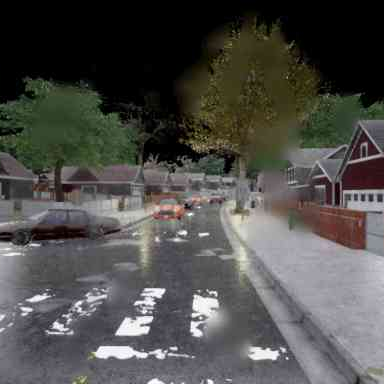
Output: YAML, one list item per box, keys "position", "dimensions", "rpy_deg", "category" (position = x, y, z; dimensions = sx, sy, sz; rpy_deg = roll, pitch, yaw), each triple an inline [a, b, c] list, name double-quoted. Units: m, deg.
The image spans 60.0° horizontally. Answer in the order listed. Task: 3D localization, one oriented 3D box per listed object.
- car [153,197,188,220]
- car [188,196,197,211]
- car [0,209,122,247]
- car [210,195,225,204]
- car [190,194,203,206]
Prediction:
- position: [-1.812, 1.294, 27.410]
  dimensions: [2.097, 1.767, 4.553]
  rpy_deg: [0, 0, 4]
  category: "car"
- position: [-0.819, 1.459, 39.437]
  dimensions: [1.895, 1.301, 4.718]
  rpy_deg: [0, 0, 6]
  category: "car"
- position: [-5.820, 1.461, 14.659]
  dimensions: [5.357, 1.411, 2.033]
  rpy_deg: [1, 0, -37]
  category: "car"
- position: [4.161, 1.246, 56.491]
  dimensions: [1.812, 1.442, 4.674]
  rpy_deg: [0, 0, 8]
  category: "car"
- position: [0.422, 1.128, 50.464]
  dimensions: [2.097, 1.767, 4.553]
  rpy_deg: [0, 0, 8]
  category: "car"
